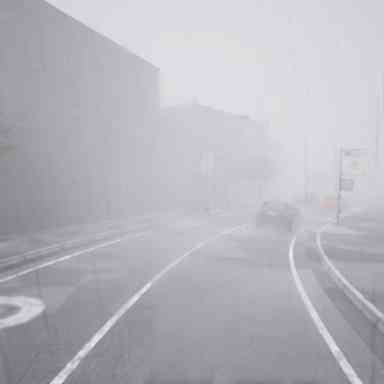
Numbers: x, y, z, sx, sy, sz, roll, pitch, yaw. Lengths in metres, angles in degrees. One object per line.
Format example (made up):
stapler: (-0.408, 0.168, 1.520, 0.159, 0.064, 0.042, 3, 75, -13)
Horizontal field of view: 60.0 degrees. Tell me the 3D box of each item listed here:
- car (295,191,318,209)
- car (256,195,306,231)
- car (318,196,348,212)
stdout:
car: (14.168, 0.869, 41.300, 2.150, 2.045, 5.566, 4, 2, 35)
car: (5.500, 1.298, 20.689, 2.097, 1.767, 4.553, 3, 1, 25)
car: (16.365, 1.207, 37.979, 2.097, 1.767, 4.553, 4, 3, 34)
